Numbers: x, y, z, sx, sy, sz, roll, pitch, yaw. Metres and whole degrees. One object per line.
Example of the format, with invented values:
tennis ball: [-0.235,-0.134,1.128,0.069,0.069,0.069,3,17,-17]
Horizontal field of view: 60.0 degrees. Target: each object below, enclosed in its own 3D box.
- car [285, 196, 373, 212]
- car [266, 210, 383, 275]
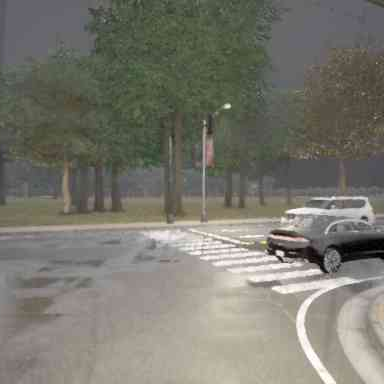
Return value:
car: [7.769,1.278,18.898,5.566,2.045,2.150,0,0,-23]
car: [4.581,1.504,10.495,4.902,1.511,2.128,0,-1,-29]
